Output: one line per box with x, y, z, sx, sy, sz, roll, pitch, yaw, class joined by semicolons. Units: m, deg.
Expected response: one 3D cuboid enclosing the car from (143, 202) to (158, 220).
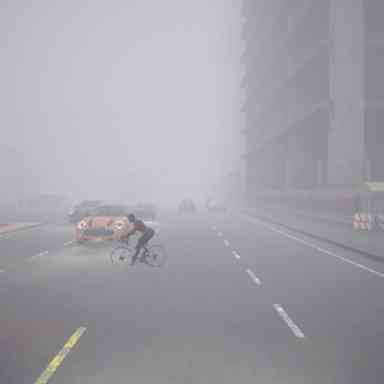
-3.927;1.566;27.734;1.994;1.385;4.181;0;0;-1;car

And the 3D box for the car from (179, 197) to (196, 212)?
-0.530;1.567;38.741;1.994;1.385;4.181;0;0;-1;car

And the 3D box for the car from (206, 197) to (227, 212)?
2.987;1.528;39.427;1.812;1.442;4.674;0;0;0;car

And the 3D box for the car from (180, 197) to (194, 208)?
-0.738;1.481;48.562;1.882;1.535;5.008;0;0;0;car

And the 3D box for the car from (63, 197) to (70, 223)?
-7.407;1.354;24.497;2.097;1.767;4.553;0;0;0;car

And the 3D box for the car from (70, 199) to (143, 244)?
-3.828;1.353;15.730;2.097;1.767;4.553;0;0;-1;car

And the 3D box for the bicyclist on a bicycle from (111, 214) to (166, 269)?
-1.589;1.456;9.770;1.656;1.620;0.582;-2;0;-1;bicyclist on a bicycle

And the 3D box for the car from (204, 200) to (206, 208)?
2.811;1.508;49.274;1.837;1.490;4.892;0;0;-1;car
